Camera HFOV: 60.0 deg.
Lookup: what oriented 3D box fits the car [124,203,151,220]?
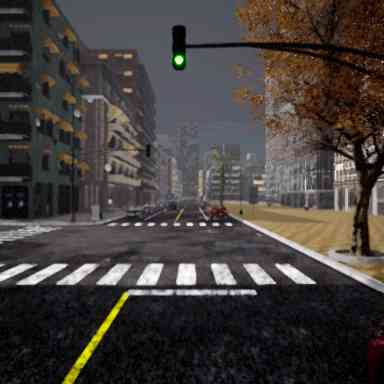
[{"bbox_3d":[-5.707,2.002,33.493,2.008,1.369,4.403,0,-1,0],"label":"car"}]

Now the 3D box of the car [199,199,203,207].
[{"bbox_3d":[2.657,2.426,61.157,1.802,1.307,4.206,0,-1,0],"label":"car"}]

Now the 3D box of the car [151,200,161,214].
[{"bbox_3d":[-5.714,2.157,44.558,2.008,1.369,4.403,0,-1,0],"label":"car"}]

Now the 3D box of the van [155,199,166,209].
[{"bbox_3d":[-5.723,2.185,61.157,1.690,1.788,3.998,0,-1,0],"label":"van"}]

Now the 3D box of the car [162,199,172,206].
[{"bbox_3d":[-5.733,2.524,77.752,1.967,1.590,4.097,0,-1,0],"label":"car"}]

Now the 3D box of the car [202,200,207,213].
[{"bbox_3d":[2.666,2.134,44.733,1.752,1.417,4.829,0,-1,0],"label":"car"}]

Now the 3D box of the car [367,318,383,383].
[{"bbox_3d":[2.693,1.331,1.116,2.192,1.841,5.009,0,-1,0],"label":"car"}]

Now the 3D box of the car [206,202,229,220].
[{"bbox_3d":[2.673,1.996,33.498,1.887,1.381,4.507,0,-1,0],"label":"car"}]

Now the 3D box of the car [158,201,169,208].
[{"bbox_3d":[-5.727,2.505,66.685,1.802,1.307,4.206,0,-1,0],"label":"car"}]

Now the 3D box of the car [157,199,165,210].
[{"bbox_3d":[-5.720,2.205,55.623,1.967,1.590,4.097,0,-1,0],"label":"car"}]

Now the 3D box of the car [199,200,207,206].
[{"bbox_3d":[2.644,2.711,83.287,1.887,1.381,4.507,0,-1,0],"label":"car"}]

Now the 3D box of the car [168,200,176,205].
[{"bbox_3d":[-5.743,2.883,94.346,2.008,1.369,4.403,0,-1,0],"label":"car"}]

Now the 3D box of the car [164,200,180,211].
[{"bbox_3d":[-3.030,2.259,53.159,1.837,1.490,4.892,0,0,0],"label":"car"}]

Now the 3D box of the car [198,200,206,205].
[{"bbox_3d":[2.641,2.799,88.819,2.008,1.369,4.403,0,-1,0],"label":"car"}]

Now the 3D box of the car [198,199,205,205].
[{"bbox_3d":[2.637,2.772,94.352,1.967,1.590,4.097,0,-1,0],"label":"car"}]
